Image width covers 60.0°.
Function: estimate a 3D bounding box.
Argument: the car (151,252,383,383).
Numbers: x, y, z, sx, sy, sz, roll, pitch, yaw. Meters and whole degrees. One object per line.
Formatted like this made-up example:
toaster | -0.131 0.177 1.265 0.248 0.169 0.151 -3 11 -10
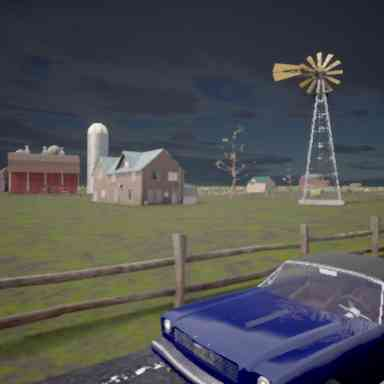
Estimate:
car | 1.886 1.596 4.423 4.718 1.301 1.895 0 0 -35
